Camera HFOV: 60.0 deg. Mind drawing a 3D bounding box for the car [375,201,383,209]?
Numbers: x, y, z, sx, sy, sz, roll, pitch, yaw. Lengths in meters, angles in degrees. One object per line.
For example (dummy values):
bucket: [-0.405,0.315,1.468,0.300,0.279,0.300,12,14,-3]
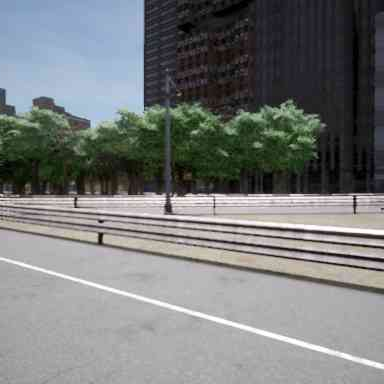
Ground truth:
car: [19.186,0.884,29.755,5.357,1.411,2.033,0,0,-4]
